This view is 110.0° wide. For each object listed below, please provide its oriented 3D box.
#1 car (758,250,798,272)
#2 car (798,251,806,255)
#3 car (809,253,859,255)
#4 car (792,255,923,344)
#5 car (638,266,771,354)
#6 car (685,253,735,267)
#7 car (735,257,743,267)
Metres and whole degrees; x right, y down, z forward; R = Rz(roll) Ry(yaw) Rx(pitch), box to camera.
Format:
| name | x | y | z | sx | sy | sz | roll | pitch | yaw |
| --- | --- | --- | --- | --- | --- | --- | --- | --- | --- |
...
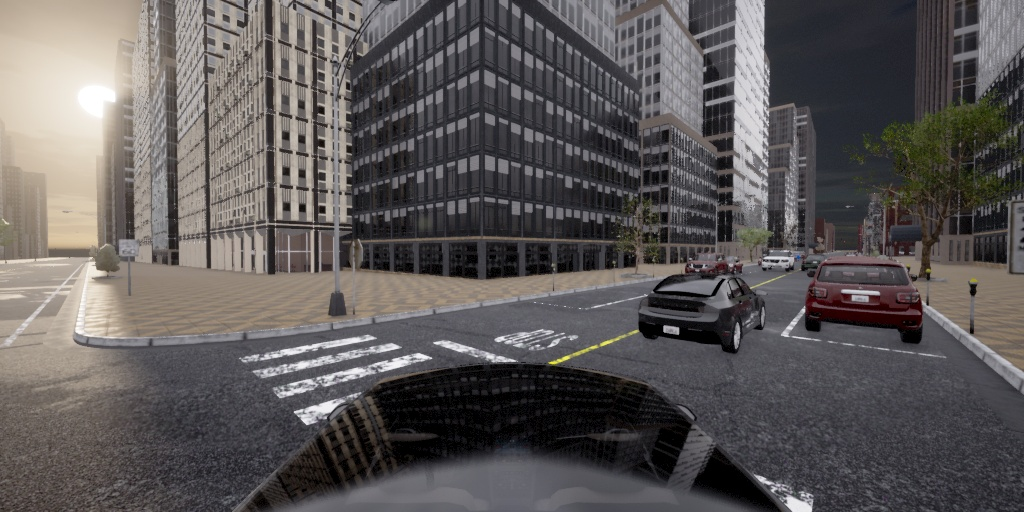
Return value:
| name | x | y | z | sx | sy | sz | roll | pitch | yaw |
| --- | --- | --- | --- | --- | --- | --- | --- | --- | --- |
| car | 26.914 | 0.442 | 36.169 | 2.150 | 2.045 | 5.566 | 1 | 1 | 43 |
| car | 30.237 | 0.590 | 35.576 | 2.097 | 1.767 | 4.553 | 1 | 1 | 44 |
| car | 12.886 | 0.906 | 13.583 | 2.192 | 1.841 | 5.009 | 0 | 0 | 43 |
| car | 9.139 | 0.971 | 9.478 | 2.192 | 1.841 | 5.009 | 0 | 0 | 43 |
| car | 4.759 | 1.164 | 8.725 | 1.837 | 1.490 | 4.892 | 1 | 1 | 43 |
| car | 14.780 | 0.669 | 27.083 | 2.192 | 1.841 | 5.009 | 0 | 0 | 43 |
| car | 18.597 | 0.731 | 31.123 | 1.967 | 1.591 | 4.097 | 0 | 0 | 43 |
